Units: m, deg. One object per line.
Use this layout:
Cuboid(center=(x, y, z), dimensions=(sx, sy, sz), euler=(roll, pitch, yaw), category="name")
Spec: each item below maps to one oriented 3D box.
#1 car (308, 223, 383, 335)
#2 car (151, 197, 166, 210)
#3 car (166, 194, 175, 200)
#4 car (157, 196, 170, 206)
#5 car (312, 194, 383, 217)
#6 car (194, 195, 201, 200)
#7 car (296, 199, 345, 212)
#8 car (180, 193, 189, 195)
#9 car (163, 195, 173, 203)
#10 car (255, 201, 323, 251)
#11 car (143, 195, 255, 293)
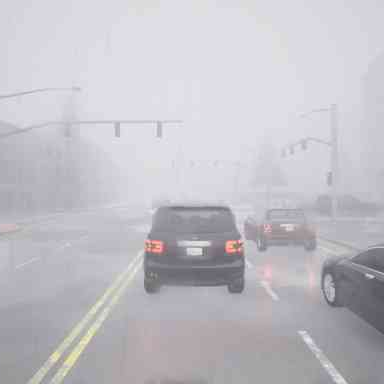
Cuboid(center=(3.607, 1.505, 5.081), dimensions=(1.837, 1.490, 4.892), euler=(0, 0, 0), category="car")
Cuboid(center=(-4.267, 1.477, 42.914), dimensions=(1.882, 1.535, 5.008), euler=(0, 0, -4), category="car")
Cuboid(center=(-5.391, 1.284, 84.365), dimensions=(1.994, 1.385, 4.181), euler=(0, 0, -1), category="car")
Cuboid(center=(-4.805, 1.526, 56.470), dimensions=(1.812, 1.442, 4.674), euler=(0, 0, -1), category="car")
Cuboid(center=(13.943, 1.221, 30.285), dimensions=(5.566, 2.045, 2.150), euler=(0, 0, -1), category="car")
Cuboid(center=(1.467, 1.552, 90.364), dimensions=(1.994, 1.385, 4.181), euler=(0, 0, -1), category="car")
Cuboid(center=(14.438, 1.505, 37.562), dimensions=(4.892, 1.490, 1.837), euler=(0, 0, -2), category="car")
Cuboid(center=(-1.790, 1.496, 80.218), dimensions=(1.837, 1.490, 4.892), euler=(0, 0, -1), category="car")
Cuboid(center=(-5.024, 1.478, 69.115), dimensions=(1.882, 1.535, 5.008), euler=(0, 0, -1), category="car")
Cuboid(center=(3.535, 1.352, 14.162), dimensions=(2.097, 1.767, 4.553), euler=(0, 0, 0), category="car")
Cuboid(center=(0.054, 1.221, 8.984), dimensions=(2.150, 2.045, 5.566), euler=(0, 0, 0), category="car")
